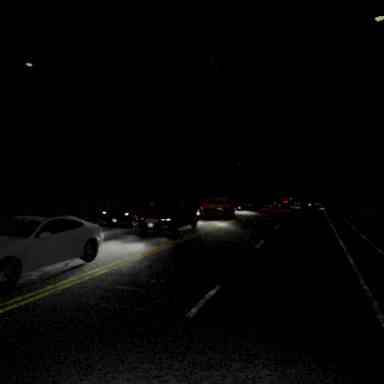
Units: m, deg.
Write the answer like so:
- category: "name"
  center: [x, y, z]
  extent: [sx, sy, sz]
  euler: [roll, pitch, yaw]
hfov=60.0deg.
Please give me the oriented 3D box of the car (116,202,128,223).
- category: "car"
  center: [-3.509, 1.252, 20.419]
  extent: [1.895, 1.301, 4.718]
  euler: [2, 1, 20]

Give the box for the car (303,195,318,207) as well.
- category: "car"
  center: [17.356, 1.297, 48.739]
  extent: [1.837, 1.490, 4.892]
  euler: [2, 1, 19]

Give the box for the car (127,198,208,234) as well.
- category: "car"
  center: [-1.072, 1.246, 17.606]
  extent: [2.128, 1.511, 4.902]
  euler: [2, 1, 20]

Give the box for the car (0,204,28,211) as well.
- category: "car"
  center: [-6.927, 1.204, 11.000]
  extent: [1.837, 1.490, 4.892]
  euler: [2, 1, 20]

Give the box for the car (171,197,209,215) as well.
- category: "car"
  center: [-0.062, 1.207, 29.889]
  extent: [1.895, 1.301, 4.718]
  euler: [2, 1, 20]

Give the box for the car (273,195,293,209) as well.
- category: "car"
  center: [10.964, 1.266, 40.664]
  extent: [1.812, 1.442, 4.674]
  euler: [2, 1, 20]

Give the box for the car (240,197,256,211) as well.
- category: "car"
  center: [5.783, 1.214, 36.356]
  extent: [2.033, 1.411, 5.357]
  euler: [2, 1, 21]

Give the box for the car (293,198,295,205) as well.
- category: "car"
  center: [14.468, 1.186, 50.310]
  extent: [2.128, 1.511, 4.902]
  euler: [2, 1, 20]

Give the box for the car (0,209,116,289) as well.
- category: "car"
  center: [-4.215, 1.326, 8.897]
  extent: [1.812, 1.442, 4.674]
  euler: [2, 1, 20]

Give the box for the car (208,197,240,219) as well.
- category: "car"
  center: [2.140, 1.190, 26.431]
  extent: [1.882, 1.535, 5.008]
  euler: [2, 1, 20]

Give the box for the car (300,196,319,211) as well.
- category: "car"
  center: [13.709, 1.404, 38.682]
  extent: [1.994, 1.385, 4.181]
  euler: [2, 1, 20]
